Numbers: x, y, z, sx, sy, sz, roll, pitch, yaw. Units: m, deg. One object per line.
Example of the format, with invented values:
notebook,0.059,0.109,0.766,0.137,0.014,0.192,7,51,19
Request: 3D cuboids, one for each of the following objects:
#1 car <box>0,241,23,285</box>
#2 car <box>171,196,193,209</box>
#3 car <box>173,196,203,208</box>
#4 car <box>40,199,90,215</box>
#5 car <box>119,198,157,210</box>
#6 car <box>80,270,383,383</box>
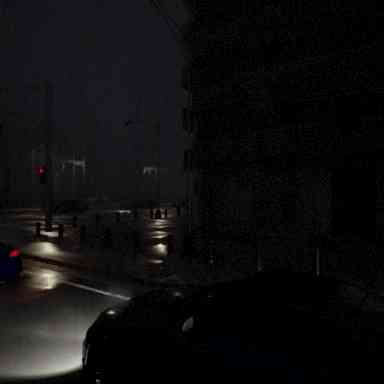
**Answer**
car,-6.091,1.563,8.317,4.181,1.385,1.994,0,0,36
car,-0.457,1.490,43.543,2.033,1.411,5.357,0,0,36
car,-0.549,1.446,49.712,1.837,1.490,4.892,0,0,36
car,-12.553,1.447,33.120,1.837,1.490,4.892,0,0,36
car,-6.520,1.490,41.468,2.033,1.411,5.357,0,0,36
car,0.761,1.564,3.448,4.181,1.385,1.994,0,0,36
